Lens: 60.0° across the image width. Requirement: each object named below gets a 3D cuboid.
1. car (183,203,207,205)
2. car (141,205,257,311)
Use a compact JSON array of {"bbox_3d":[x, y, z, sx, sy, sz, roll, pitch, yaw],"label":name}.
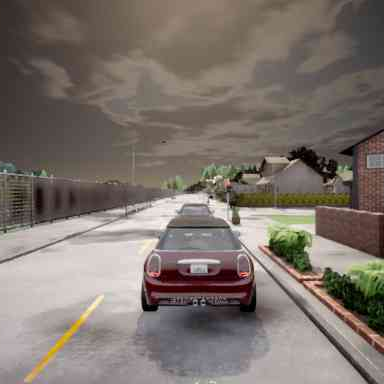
[{"bbox_3d":[0.163,1.352,17.590,2.097,1.767,4.553,0,0,0],"label":"car"},{"bbox_3d":[0.125,1.352,7.893,2.097,1.767,4.553,0,0,0],"label":"car"}]
